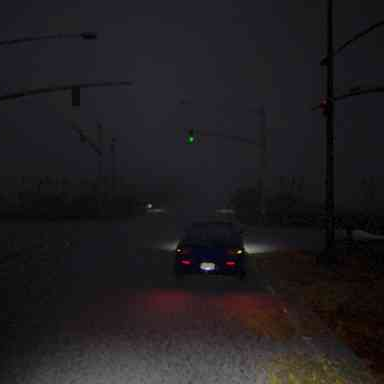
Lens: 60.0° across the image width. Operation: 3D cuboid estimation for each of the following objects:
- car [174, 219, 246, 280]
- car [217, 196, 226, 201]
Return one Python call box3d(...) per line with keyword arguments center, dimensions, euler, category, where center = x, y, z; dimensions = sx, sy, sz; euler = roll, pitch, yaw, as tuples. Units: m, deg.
box3d(center=(0.627, 1.527, 9.879), dimensions=(1.812, 1.442, 4.674), euler=(0, 0, 7), category="car")
box3d(center=(6.616, 1.469, 73.649), dimensions=(1.895, 1.301, 4.718), euler=(0, -1, 6), category="car")
